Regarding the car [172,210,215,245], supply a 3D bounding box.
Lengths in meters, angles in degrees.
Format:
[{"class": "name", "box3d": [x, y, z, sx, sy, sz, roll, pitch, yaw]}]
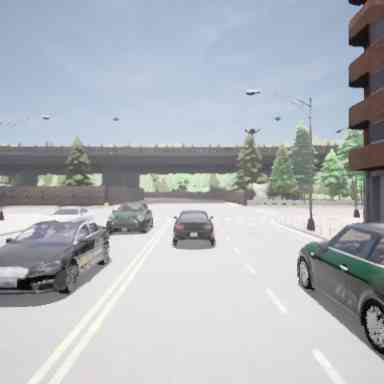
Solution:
[{"class": "car", "box3d": [0.082, 1.552, 15.601, 1.812, 1.442, 4.674, 0, 0, 0]}]

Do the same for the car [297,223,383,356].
[{"class": "car", "box3d": [3.598, 1.363, 6.239, 2.097, 1.767, 4.553, 0, 0, 0]}]

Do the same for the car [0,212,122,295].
[{"class": "car", "box3d": [-3.548, 1.507, 8.895, 2.128, 1.511, 4.902, 0, 0, 0]}]

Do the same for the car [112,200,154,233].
[{"class": "car", "box3d": [-3.512, 1.382, 19.595, 2.097, 1.767, 4.553, 0, 0, 0]}]

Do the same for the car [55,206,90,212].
[{"class": "car", "box3d": [-7.015, 1.557, 19.265, 1.812, 1.442, 4.674, 0, 0, 0]}]
